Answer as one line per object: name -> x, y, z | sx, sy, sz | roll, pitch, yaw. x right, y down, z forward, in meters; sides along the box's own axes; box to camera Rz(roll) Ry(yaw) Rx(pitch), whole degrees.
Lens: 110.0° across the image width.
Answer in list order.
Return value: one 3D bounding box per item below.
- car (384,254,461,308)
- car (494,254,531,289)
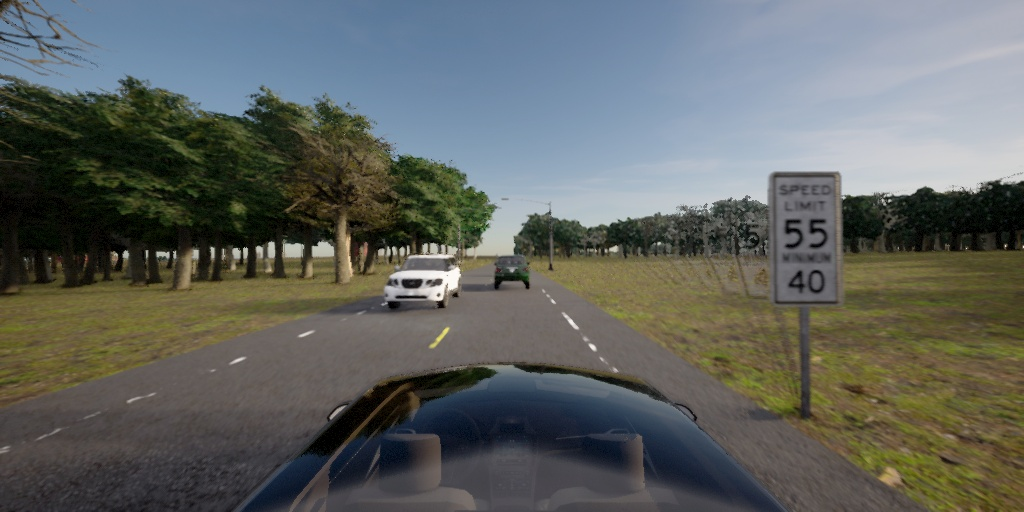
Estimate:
car -> -3.498, 0.937, 15.187 | 2.150, 2.045, 5.566 | 0, 0, 0
car -> 0.019, 0.940, 23.161 | 2.150, 2.045, 5.566 | 0, -1, 0
